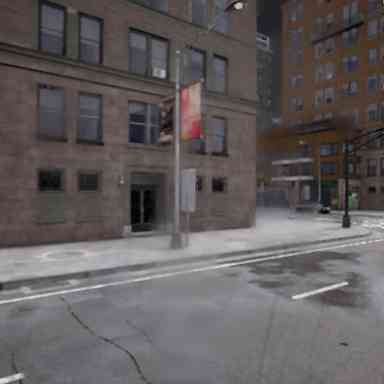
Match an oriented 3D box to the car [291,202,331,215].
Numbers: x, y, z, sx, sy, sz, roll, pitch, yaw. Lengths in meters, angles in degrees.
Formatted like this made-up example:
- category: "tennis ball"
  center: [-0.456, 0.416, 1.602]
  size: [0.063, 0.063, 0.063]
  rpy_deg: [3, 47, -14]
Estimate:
- category: "car"
  center: [12.753, 1.700, 35.838]
  size: [1.947, 1.339, 4.313]
  rpy_deg: [1, 0, -35]
